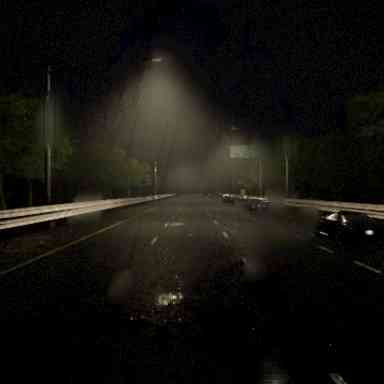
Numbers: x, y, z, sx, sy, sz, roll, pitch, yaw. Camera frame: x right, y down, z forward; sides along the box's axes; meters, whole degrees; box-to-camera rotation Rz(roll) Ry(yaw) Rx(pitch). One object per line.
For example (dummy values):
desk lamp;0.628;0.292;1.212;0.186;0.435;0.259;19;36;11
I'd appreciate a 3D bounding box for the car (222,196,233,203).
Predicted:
car;7.204;1.529;67.790;1.994;1.385;4.181;0;0;0

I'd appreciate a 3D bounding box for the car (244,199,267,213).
car;7.057;1.545;37.462;2.033;1.411;5.357;0;0;0

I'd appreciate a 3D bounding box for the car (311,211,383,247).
car;7.005;1.569;15.123;1.994;1.385;4.181;0;0;0
